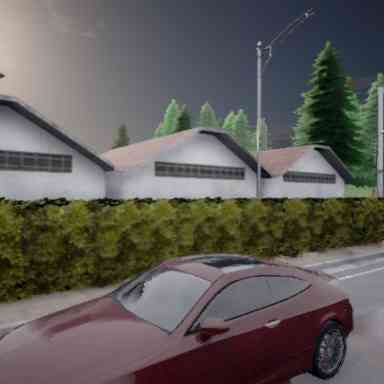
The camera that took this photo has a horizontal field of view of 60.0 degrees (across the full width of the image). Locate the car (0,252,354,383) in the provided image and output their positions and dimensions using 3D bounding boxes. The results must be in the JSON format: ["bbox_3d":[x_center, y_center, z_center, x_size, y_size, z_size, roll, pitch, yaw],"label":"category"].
[{"bbox_3d":[0.131,1.547,4.041,4.674,1.442,1.812,1,0,-35],"label":"car"}]
